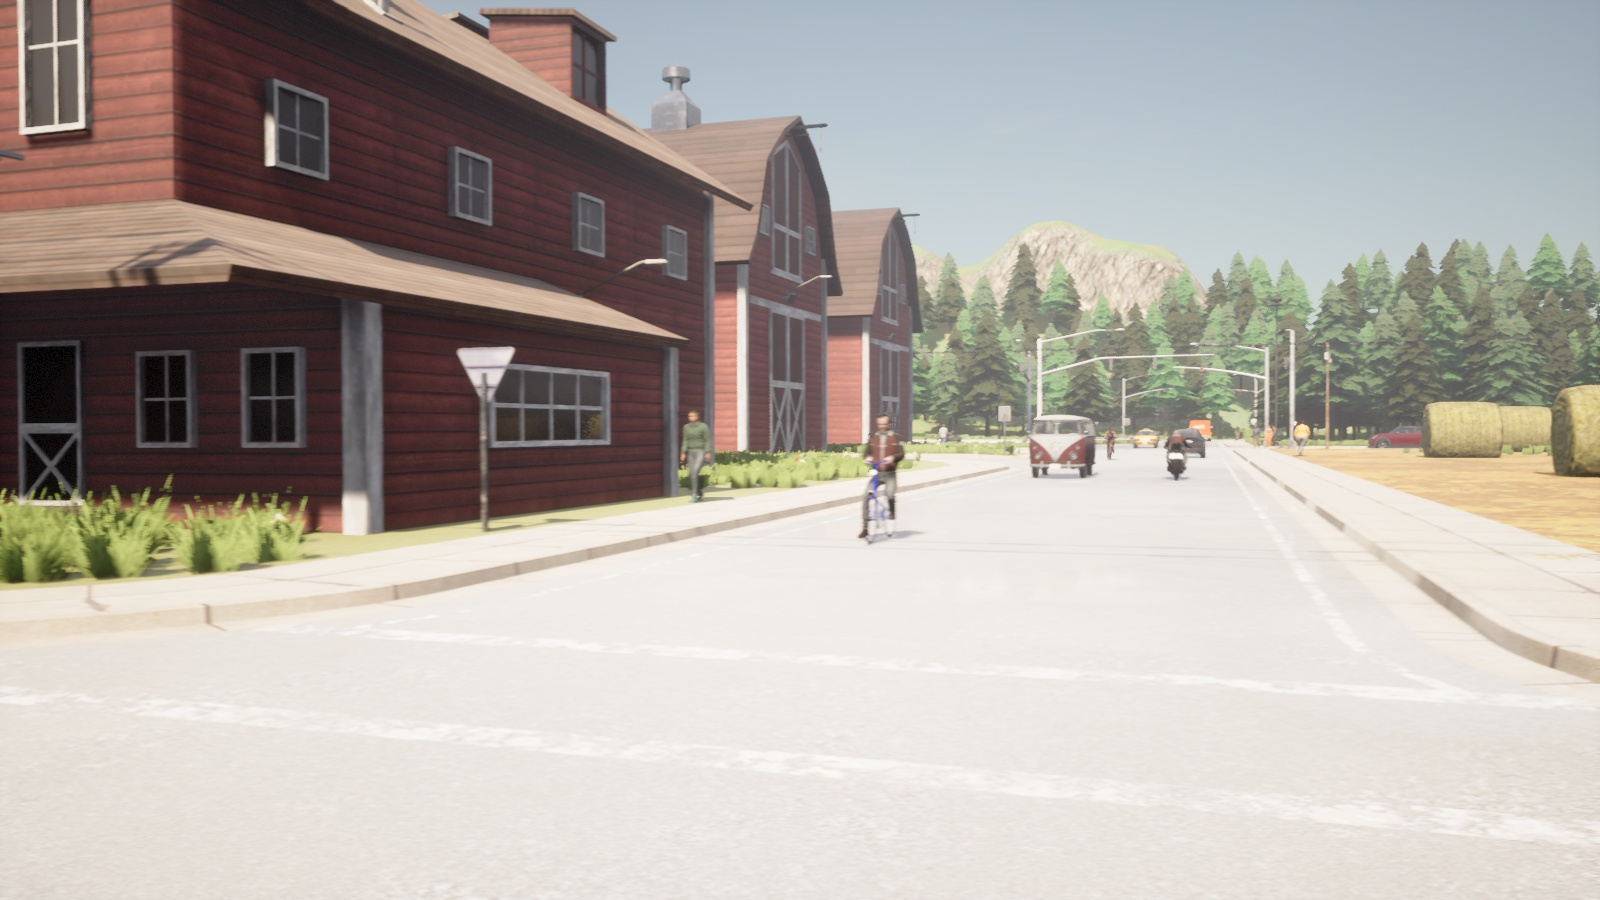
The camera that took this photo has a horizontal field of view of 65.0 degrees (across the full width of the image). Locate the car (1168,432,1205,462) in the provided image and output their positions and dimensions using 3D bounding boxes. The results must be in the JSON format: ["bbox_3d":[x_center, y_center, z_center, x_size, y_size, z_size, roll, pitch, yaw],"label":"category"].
[{"bbox_3d":[20.479,-0.184,66.508,1.837,1.490,4.892,1,1,17],"label":"car"}]

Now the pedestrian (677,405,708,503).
[{"bbox_3d":[-2.055,0.069,24.044,0.353,1.847,0.614,1,1,23],"label":"pedestrian"}]

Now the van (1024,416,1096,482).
[{"bbox_3d":[8.368,-0.059,40.146,1.775,1.987,4.442,1,1,18],"label":"van"}]

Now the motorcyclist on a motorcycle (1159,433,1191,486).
[{"bbox_3d":[11.411,0.266,38.179,0.866,1.530,2.191,1,1,18],"label":"motorcyclist on a motorcycle"}]

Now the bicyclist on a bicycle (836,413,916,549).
[{"bbox_3d":[1.069,0.396,17.342,0.659,1.776,1.843,1,1,18],"label":"bicyclist on a bicycle"}]

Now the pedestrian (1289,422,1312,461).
[{"bbox_3d":[24.351,-0.428,61.104,0.874,1.855,0.900,1,1,32],"label":"pedestrian"}]
